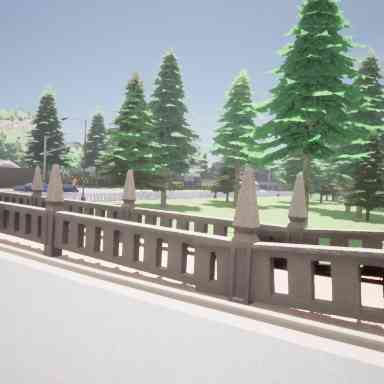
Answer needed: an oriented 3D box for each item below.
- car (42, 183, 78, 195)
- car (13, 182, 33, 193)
[{"bbox_3d":[-16.993,-0.388,42.730,1.812,1.442,4.674,4,2,37],"label":"car"},{"bbox_3d":[-20.811,-0.603,43.491,1.812,1.442,4.674,4,2,37],"label":"car"}]
